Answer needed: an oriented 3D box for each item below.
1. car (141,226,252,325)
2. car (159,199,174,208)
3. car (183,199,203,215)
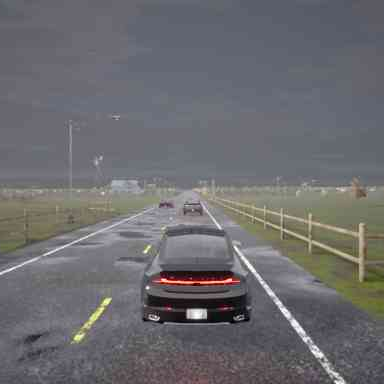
[{"bbox_3d":[0.077,1.504,7.210,1.837,1.490,4.892,0,0,0],"label":"car"},{"bbox_3d":[-3.512,1.565,45.899,1.895,1.301,4.718,0,0,0],"label":"car"},{"bbox_3d":[0.095,1.475,33.196,2.128,1.511,4.902,0,0,0],"label":"car"}]
